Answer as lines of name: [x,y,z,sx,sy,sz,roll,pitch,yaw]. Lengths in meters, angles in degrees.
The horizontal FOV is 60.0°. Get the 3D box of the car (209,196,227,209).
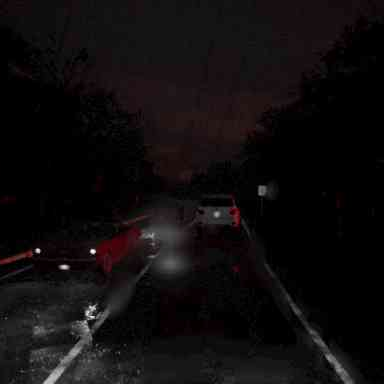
car: [3.401,1.317,43.950,2.128,1.511,4.902,0,0,2]

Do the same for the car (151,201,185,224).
car: [-1.643,1.404,23.831,2.128,1.511,4.902,0,0,6]

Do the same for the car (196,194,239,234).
car: [1.473,1.132,18.864,2.150,2.045,5.566,0,0,6]

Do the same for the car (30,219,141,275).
car: [-3.025,1.564,10.504,1.895,1.301,4.718,0,0,5]
